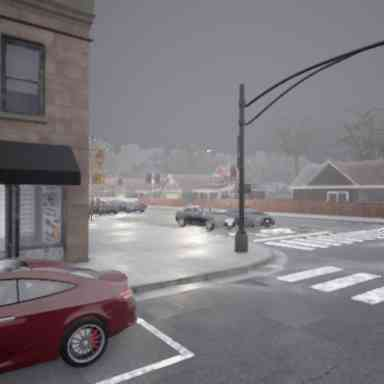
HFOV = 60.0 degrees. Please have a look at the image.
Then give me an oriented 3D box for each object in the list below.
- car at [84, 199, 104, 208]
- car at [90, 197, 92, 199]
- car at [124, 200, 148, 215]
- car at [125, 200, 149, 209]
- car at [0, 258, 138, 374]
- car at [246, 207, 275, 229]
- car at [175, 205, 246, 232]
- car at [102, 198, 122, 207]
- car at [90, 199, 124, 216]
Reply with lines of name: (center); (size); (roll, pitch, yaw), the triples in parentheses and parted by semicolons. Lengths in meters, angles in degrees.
car: (-17.121, 1.915, 58.186); (1.837, 1.490, 4.892); (0, 0, -35)
car: (-16.380, 1.481, 51.551); (1.837, 1.490, 4.892); (0, 0, -35)
car: (-7.410, 1.824, 38.810); (2.033, 1.411, 5.357); (0, 0, -35)
car: (-8.692, 1.968, 51.998); (1.895, 1.301, 4.718); (0, 0, -35)
car: (-2.752, 1.582, 4.225); (4.206, 1.307, 1.802); (0, 0, -36)
car: (3.734, 1.724, 23.171); (1.994, 1.385, 4.181); (0, 0, -36)
car: (0.802, 1.642, 21.666); (2.128, 1.511, 4.902); (0, -1, -37)
car: (-14.475, 1.900, 60.074); (1.882, 1.535, 5.008); (0, 0, -35)
car: (-9.808, 1.809, 36.573); (2.033, 1.411, 5.357); (0, 0, -35)
